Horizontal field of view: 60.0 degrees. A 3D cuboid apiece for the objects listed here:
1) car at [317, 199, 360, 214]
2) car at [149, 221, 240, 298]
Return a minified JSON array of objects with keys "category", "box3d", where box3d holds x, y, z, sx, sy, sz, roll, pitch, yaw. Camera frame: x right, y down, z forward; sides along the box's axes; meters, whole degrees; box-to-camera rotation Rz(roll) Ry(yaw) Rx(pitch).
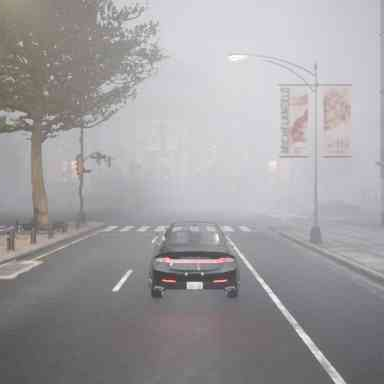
[{"category":"car","box3d":[15.460,1.526,35.491,4.674,1.442,1.812,0,0,0]},{"category":"car","box3d":[0.061,1.491,8.489,2.128,1.511,4.902,0,0,0]}]
